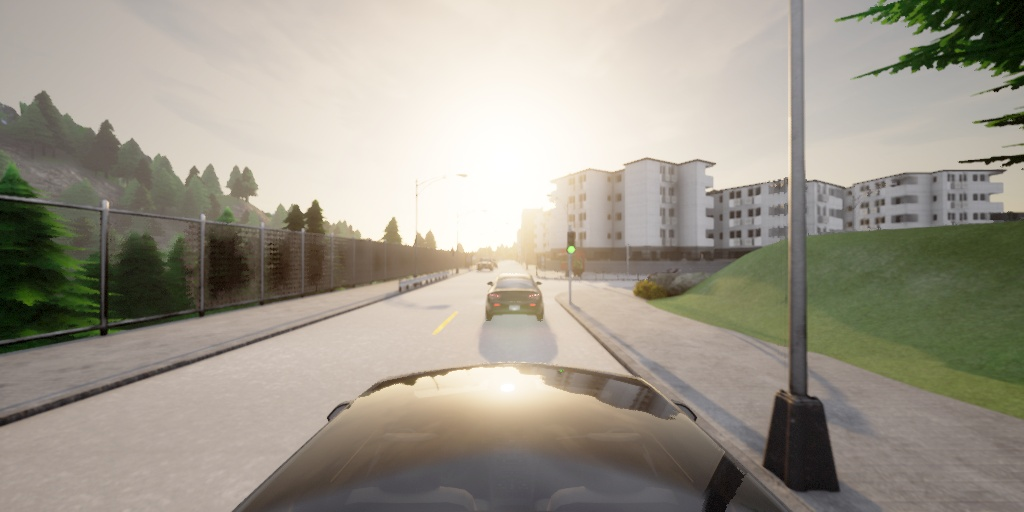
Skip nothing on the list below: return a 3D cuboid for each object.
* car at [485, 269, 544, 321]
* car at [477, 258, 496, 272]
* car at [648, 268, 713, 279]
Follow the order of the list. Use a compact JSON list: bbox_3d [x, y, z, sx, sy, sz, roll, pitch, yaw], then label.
[{"bbox_3d":[0.089,1.340,12.677,1.812,1.442,4.674,0,0,0],"label":"car"},{"bbox_3d":[-4.032,1.276,54.396,2.150,2.045,5.566,0,0,1],"label":"car"},{"bbox_3d":[12.351,1.490,25.426,4.718,1.301,1.895,0,0,3],"label":"car"}]
